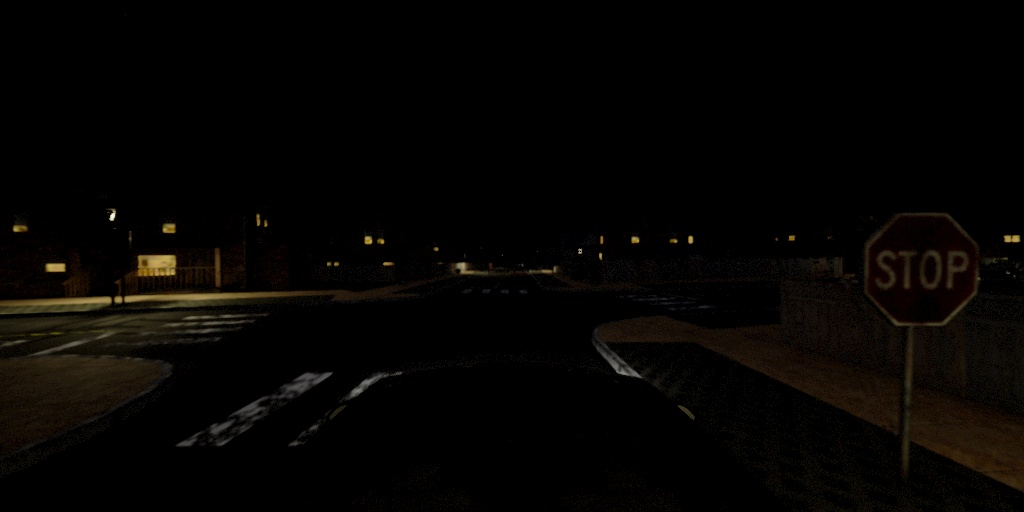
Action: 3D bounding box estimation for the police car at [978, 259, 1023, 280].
[{"bbox_3d":[37.172,1.066,27.008,5.238,1.638,1.930,0,2,-17],"label":"police car"}]

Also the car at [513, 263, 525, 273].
[{"bbox_3d":[1.123,2.004,60.333,2.128,1.511,4.902,0,-1,2],"label":"car"}]
